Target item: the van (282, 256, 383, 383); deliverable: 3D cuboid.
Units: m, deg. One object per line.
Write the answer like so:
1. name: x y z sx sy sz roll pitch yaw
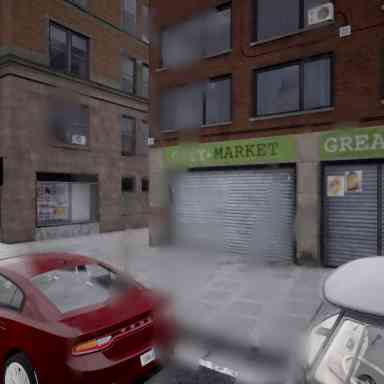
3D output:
1. van: 2.353 1.341 1.400 3.998 1.788 1.690 0 0 35

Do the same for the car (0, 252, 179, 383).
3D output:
1. car: -2.259 1.544 4.682 4.507 1.381 1.887 0 0 35
